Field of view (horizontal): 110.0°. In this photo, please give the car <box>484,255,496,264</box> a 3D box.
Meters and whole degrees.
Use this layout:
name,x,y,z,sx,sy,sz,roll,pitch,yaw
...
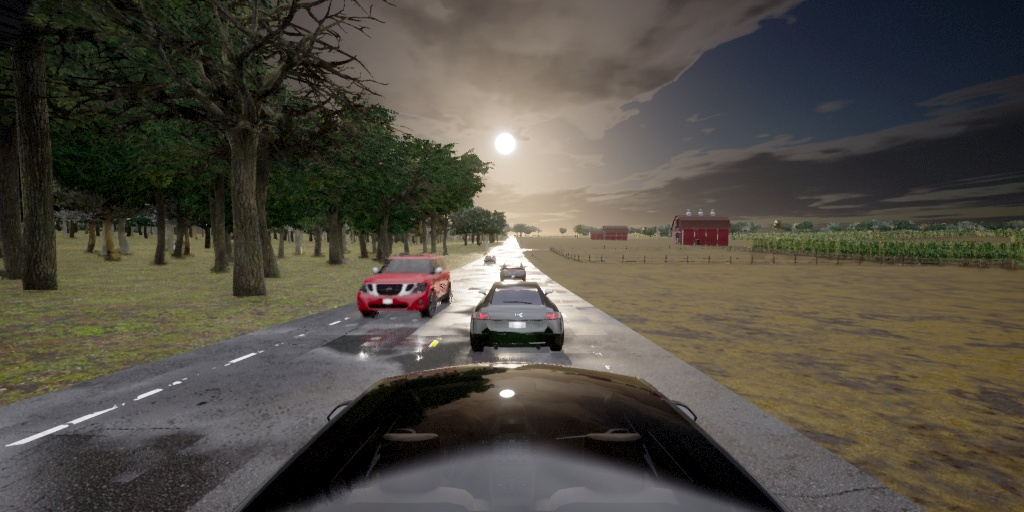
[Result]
name,x,y,z,sx,sy,sz,roll,pitch,yaw
car,-3.557,0.514,59.673,2.033,1.411,5.357,0,2,0

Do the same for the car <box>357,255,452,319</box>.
name,x,y,z,sx,sy,sz,roll,pitch,yaw
car,-3.611,0.960,13.174,2.150,2.045,5.566,0,0,0

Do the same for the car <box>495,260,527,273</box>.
name,x,y,z,sx,sy,sz,roll,pitch,yaw
car,0.075,1.165,26.659,2.128,1.511,4.902,0,1,0

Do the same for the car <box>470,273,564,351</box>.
name,x,y,z,sx,sy,sz,roll,pitch,yaw
car,0.094,1.307,8.972,1.994,1.385,4.181,0,0,0
